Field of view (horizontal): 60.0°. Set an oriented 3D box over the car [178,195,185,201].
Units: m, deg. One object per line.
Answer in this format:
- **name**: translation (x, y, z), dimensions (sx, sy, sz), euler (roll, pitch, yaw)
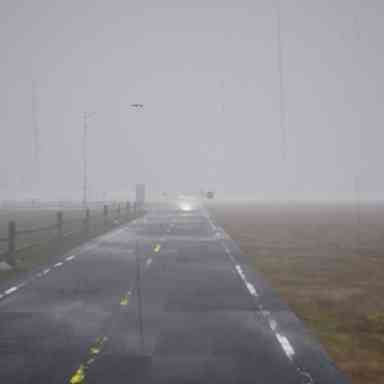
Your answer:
- **car**: translation (-2.748, 1.549, 87.340), dimensions (1.882, 1.535, 5.008), euler (0, 0, 0)
